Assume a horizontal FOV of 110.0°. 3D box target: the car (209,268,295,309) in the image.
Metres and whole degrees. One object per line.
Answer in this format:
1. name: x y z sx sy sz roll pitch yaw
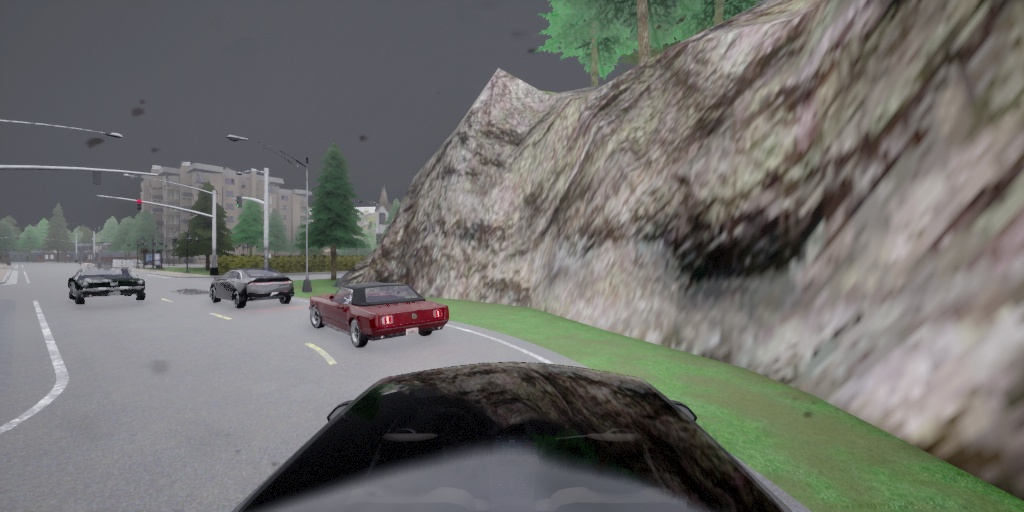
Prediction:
1. car: -11.016 1.242 15.103 4.902 1.511 2.128 0 0 36

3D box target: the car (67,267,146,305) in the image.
1. car: -17.226 1.151 15.216 4.718 1.301 1.895 0 0 36

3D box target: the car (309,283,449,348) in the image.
1. car: -3.713 1.351 9.393 1.895 1.301 4.718 0 0 -44
